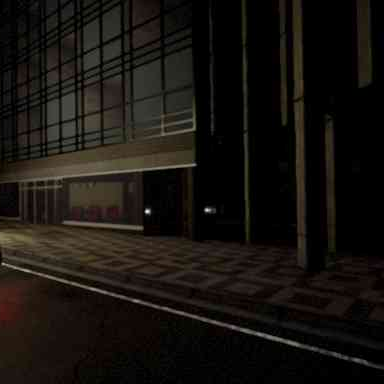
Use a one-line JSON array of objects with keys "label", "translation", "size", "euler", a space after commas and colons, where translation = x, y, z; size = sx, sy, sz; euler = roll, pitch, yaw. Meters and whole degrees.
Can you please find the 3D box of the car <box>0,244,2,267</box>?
[{"label": "car", "translation": [-7.029, 1.557, 9.304], "size": [4.674, 1.442, 1.812], "euler": [0, 0, 37]}]
